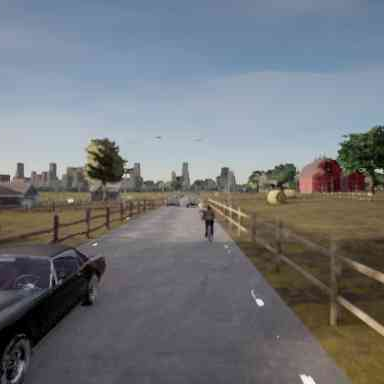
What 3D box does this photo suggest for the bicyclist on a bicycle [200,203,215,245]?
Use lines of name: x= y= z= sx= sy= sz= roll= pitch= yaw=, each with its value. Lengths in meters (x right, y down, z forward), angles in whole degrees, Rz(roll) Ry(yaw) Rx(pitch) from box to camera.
bicyclist on a bicycle: x=0.759 y=1.439 z=14.465 sx=0.582 sy=1.620 sz=1.656 roll=0 pitch=0 yaw=0

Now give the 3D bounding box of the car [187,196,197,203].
car: x=0.021 y=1.637 z=74.022 sx=1.994 sy=1.385 sz=4.181 roll=0 pitch=0 yaw=0

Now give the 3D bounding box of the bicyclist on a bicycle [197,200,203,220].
bicyclist on a bicycle: x=0.739 y=1.417 z=25.019 sx=0.866 sy=1.612 sz=1.509 roll=0 pitch=0 yaw=0

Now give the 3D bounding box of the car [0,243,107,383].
car: x=-2.849 y=1.593 z=5.245 sx=1.895 sy=1.301 sz=4.718 roll=0 pitch=0 yaw=0

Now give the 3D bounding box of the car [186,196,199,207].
car: x=0.102 y=1.558 z=50.660 sx=2.033 sy=1.411 sz=5.357 roll=0 pitch=0 yaw=0

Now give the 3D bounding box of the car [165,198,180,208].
car: x=-2.809 y=1.571 z=49.253 sx=1.994 sy=1.385 sz=4.181 roll=0 pitch=0 yaw=0
